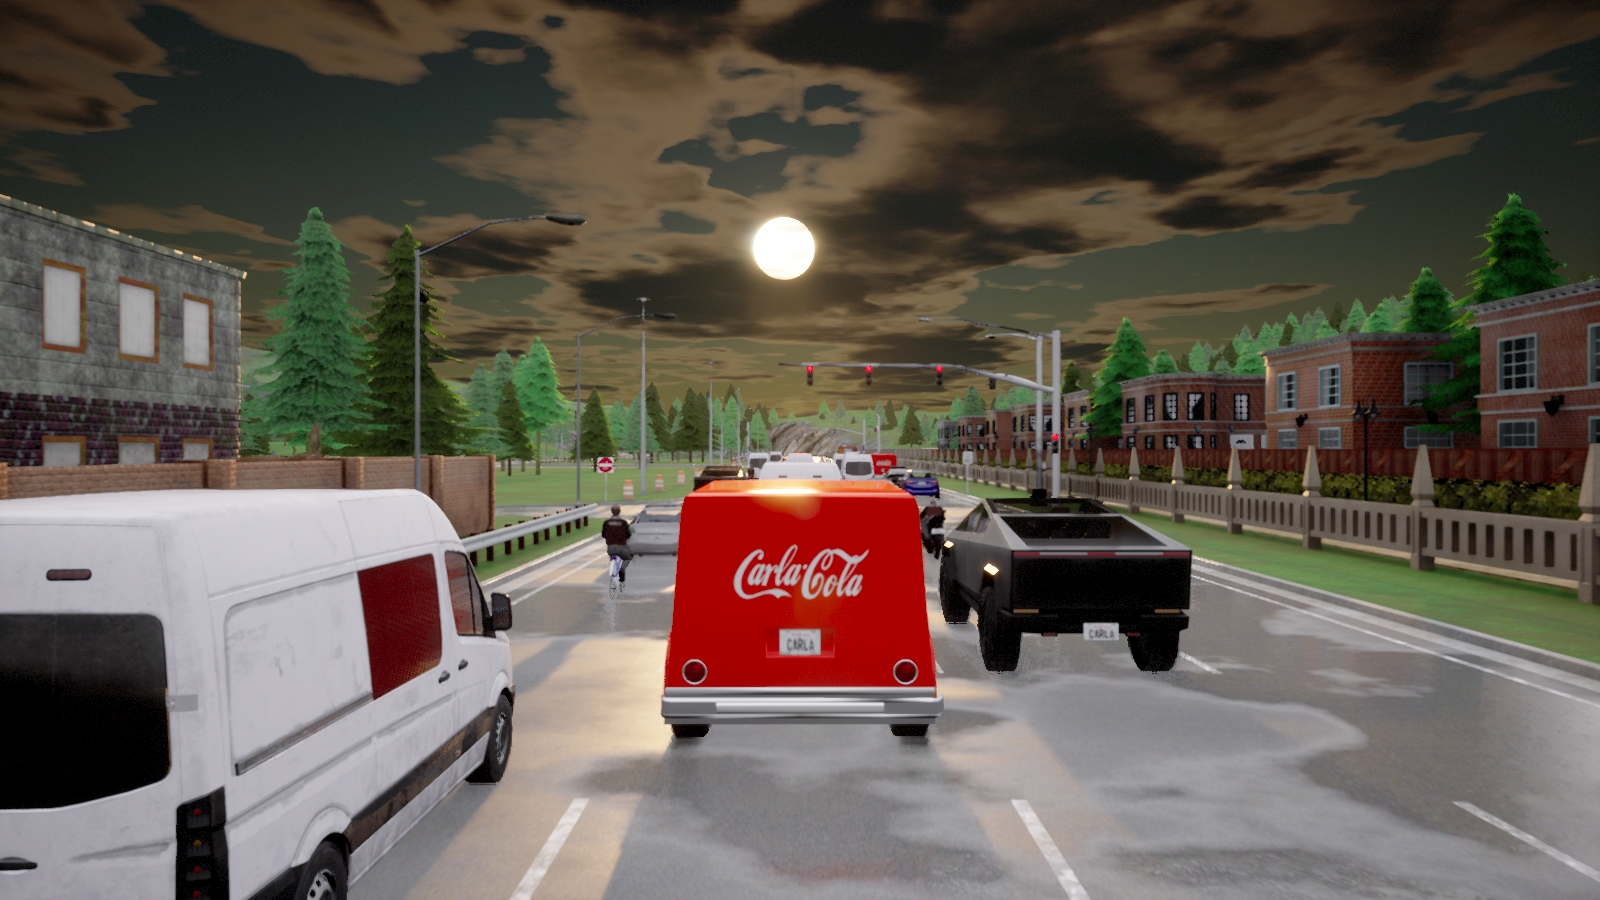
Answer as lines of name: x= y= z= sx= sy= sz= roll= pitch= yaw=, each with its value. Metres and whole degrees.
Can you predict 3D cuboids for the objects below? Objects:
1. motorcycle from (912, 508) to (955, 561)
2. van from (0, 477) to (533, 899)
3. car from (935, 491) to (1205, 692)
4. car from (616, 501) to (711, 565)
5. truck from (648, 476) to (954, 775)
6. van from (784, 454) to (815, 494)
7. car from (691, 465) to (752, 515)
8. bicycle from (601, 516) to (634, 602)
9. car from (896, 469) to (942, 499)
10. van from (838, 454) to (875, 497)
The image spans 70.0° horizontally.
motorcycle: x=3.530 y=2.210 z=30.282 sx=0.867 sy=1.251 sz=2.209 roll=0 pitch=0 yaw=0
van: x=-3.502 y=1.536 z=7.783 sx=1.988 sy=2.561 sz=5.915 roll=0 pitch=0 yaw=0
car: x=3.501 y=1.757 z=16.373 sx=2.390 sy=2.098 sz=6.274 roll=0 pitch=0 yaw=0
car: x=-3.504 y=2.123 z=30.122 sx=1.994 sy=1.385 sz=4.181 roll=0 pitch=0 yaw=0
truck: x=0.003 y=1.567 z=12.412 sx=2.627 sy=2.467 sz=5.204 roll=0 pitch=0 yaw=0
van: x=-0.006 y=1.546 z=76.111 sx=1.988 sy=2.561 sz=5.915 roll=0 pitch=0 yaw=0
car: x=-3.503 y=1.761 z=52.236 sx=2.390 sy=2.098 sz=6.274 roll=0 pitch=0 yaw=0
bicycle: x=-3.499 y=2.064 z=21.992 sx=0.329 sy=1.471 sz=1.835 roll=0 pitch=0 yaw=0
car: x=6.998 y=1.978 z=67.549 sx=2.242 sy=1.667 sz=4.611 roll=0 pitch=0 yaw=0
van: x=3.493 y=1.545 z=71.311 sx=1.988 sy=2.561 sz=5.915 roll=0 pitch=0 yaw=0
